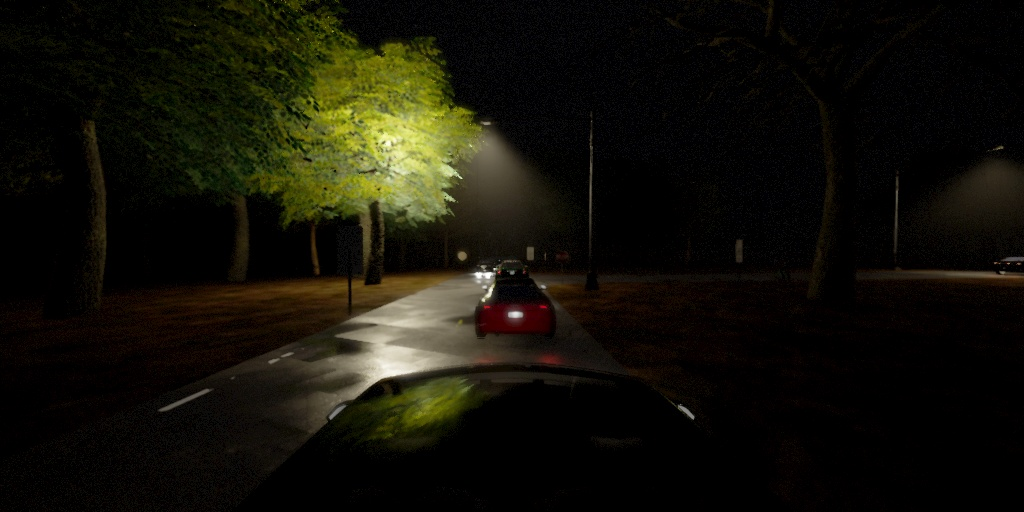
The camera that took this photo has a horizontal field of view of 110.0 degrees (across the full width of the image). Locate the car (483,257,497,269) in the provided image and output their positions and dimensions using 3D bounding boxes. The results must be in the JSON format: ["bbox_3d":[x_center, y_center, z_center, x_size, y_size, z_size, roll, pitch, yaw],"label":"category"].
[{"bbox_3d":[-3.311,1.043,55.713,1.882,1.535,5.008,0,1,0],"label":"car"}]

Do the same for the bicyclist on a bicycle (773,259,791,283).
[{"bbox_3d":[18.450,1.009,24.539,0.582,1.620,1.656,-1,0,0],"label":"bicyclist on a bicycle"}]

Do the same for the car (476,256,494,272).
[{"bbox_3d":[-3.265,1.113,43.702,2.128,1.511,4.902,1,0,0],"label":"car"}]

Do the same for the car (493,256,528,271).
[{"bbox_3d":[0.000,1.055,24.355,2.097,1.767,4.553,0,0,0],"label":"car"}]

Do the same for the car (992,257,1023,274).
[{"bbox_3d":[42.348,0.816,29.390,4.902,1.511,2.128,0,1,-8],"label":"car"}]

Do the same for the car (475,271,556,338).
[{"bbox_3d":[0.062,1.302,10.164,1.994,1.385,4.181,0,0,0],"label":"car"}]
